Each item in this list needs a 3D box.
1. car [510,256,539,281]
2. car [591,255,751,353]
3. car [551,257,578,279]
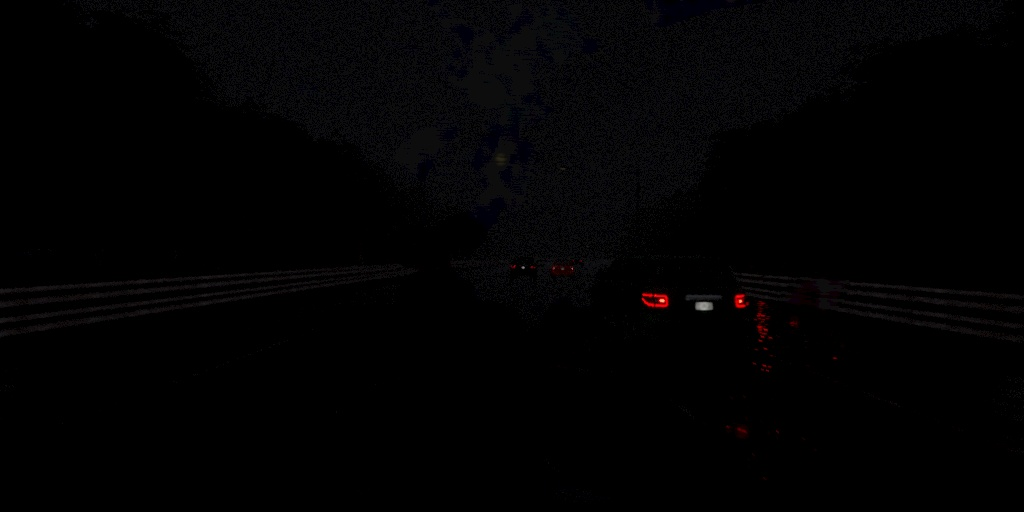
[{"bbox_3d":[1.071,1.010,31.071,2.150,2.045,5.566,0,0,4],"label":"car"},{"bbox_3d":[3.534,0.996,9.143,2.150,2.045,5.566,0,0,1],"label":"car"},{"bbox_3d":[4.791,1.164,34.223,2.097,1.767,4.553,0,0,5],"label":"car"}]
